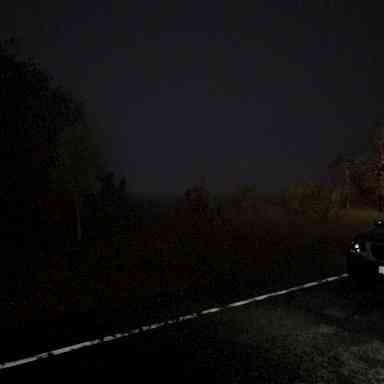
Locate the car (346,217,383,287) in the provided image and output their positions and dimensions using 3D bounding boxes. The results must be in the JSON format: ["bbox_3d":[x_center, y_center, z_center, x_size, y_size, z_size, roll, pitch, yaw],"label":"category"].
[{"bbox_3d":[6.147,1.221,8.255,5.566,2.045,2.150,0,0,-36],"label":"car"}]
